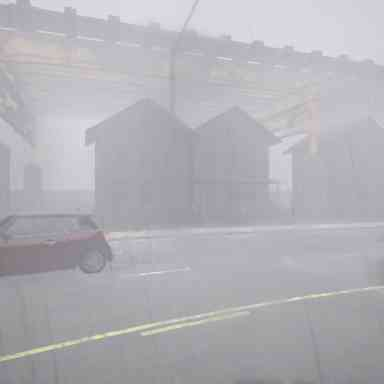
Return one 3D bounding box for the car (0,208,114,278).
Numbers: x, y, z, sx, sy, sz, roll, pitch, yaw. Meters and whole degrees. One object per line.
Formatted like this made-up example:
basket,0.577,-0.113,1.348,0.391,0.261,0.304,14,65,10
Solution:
car,-4.572,1.352,9.084,4.553,1.767,2.097,0,0,-30
